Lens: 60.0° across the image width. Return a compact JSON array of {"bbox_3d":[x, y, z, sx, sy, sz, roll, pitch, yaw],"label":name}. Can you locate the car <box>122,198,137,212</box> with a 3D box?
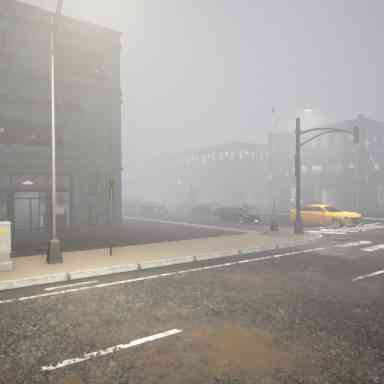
[{"bbox_3d":[-8.272,1.987,47.924,2.128,1.511,4.902,-1,0,-35],"label":"car"}]

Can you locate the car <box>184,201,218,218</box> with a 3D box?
[{"bbox_3d":[1.497,1.868,34.149,1.994,1.385,4.181,-1,0,-35],"label":"car"}]

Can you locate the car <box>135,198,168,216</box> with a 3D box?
[{"bbox_3d":[-4.416,1.845,37.971,1.967,1.590,4.097,-1,0,-35],"label":"car"}]

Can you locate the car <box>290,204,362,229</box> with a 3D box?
[{"bbox_3d":[9.098,1.617,22.937,1.882,1.535,5.008,-1,-1,-32],"label":"car"}]

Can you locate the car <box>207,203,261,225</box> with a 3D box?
[{"bbox_3d":[3.529,1.813,26.592,1.947,1.339,4.313,-2,0,-35],"label":"car"}]

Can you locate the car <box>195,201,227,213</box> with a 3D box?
[{"bbox_3d":[2.416,1.902,42.830,1.802,1.307,4.206,-2,0,-35],"label":"car"}]

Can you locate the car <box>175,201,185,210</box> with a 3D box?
[{"bbox_3d":[-0.790,1.964,47.340,1.802,1.307,4.206,-2,0,-35],"label":"car"}]
